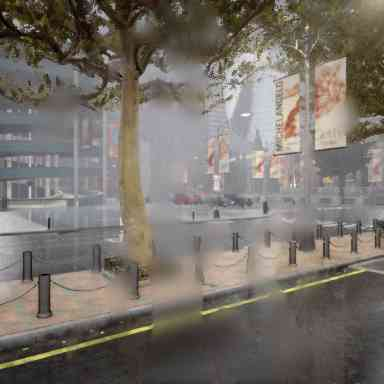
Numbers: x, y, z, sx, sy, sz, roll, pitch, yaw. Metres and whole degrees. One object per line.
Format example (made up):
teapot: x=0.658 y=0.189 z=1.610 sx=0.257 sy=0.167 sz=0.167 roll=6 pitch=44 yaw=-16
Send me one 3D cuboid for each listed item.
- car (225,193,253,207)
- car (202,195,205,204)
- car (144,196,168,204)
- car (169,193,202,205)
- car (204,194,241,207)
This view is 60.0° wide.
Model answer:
car: x=7.184 y=1.221 z=53.067 sx=2.150 sy=2.045 sz=5.566 roll=0 pitch=0 yaw=-36
car: x=1.486 y=1.352 z=60.933 sx=2.097 sy=1.767 sz=4.553 roll=0 pitch=0 yaw=-37
car: x=-7.692 y=1.505 z=66.427 sx=4.892 sy=1.490 sz=1.837 roll=0 pitch=0 yaw=43
car: x=-1.175 y=1.221 z=58.707 sx=2.150 sy=2.045 sz=5.566 roll=0 pitch=0 yaw=-36
car: x=4.572 y=1.491 z=50.696 sx=2.128 sy=1.511 sz=4.902 roll=0 pitch=0 yaw=-35
